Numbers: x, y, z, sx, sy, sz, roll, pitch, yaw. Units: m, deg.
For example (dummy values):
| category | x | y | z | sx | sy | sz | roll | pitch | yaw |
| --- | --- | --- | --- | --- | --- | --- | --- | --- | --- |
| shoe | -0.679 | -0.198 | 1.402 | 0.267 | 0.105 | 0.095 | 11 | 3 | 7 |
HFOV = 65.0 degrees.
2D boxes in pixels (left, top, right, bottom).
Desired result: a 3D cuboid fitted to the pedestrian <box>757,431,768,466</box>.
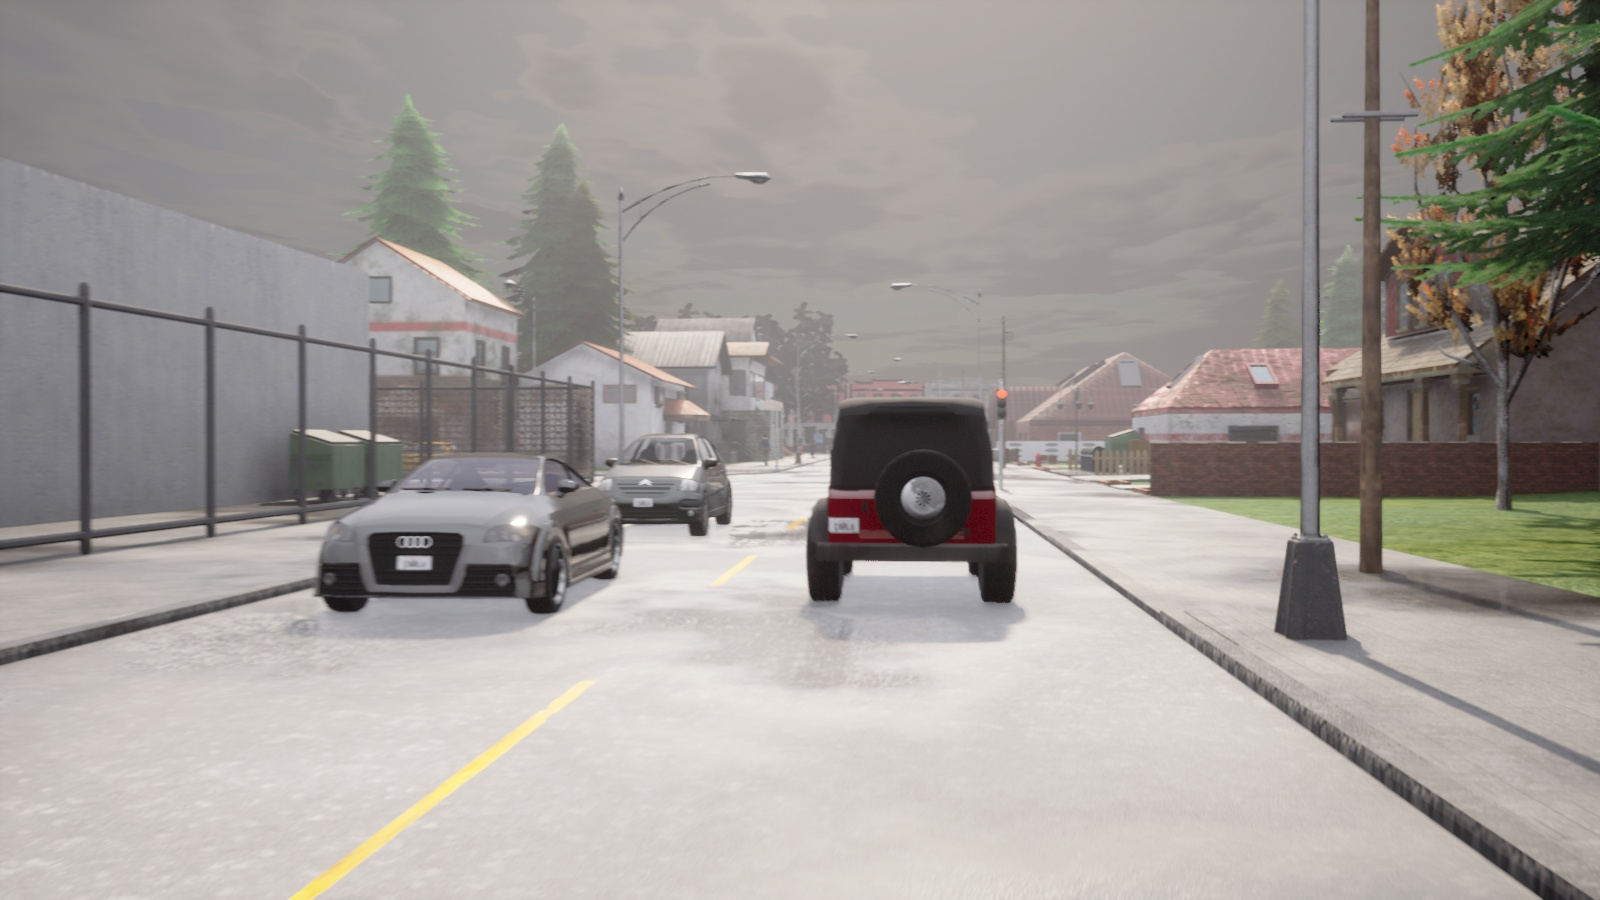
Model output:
| category | x | y | z | sx | sy | sz | roll | pitch | yaw |
| --- | --- | --- | --- | --- | --- | --- | --- | --- | --- |
| pedestrian | -2.066 | -0.085 | 69.159 | 0.423 | 1.949 | 0.788 | 0 | 0 | -13 |

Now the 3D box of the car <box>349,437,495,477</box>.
| category | x | y | z | sx | sy | sz | roll | pitch | yaw |
| --- | --- | --- | --- | --- | --- | --- | --- | --- | --- |
| car | -15.255 | 0.276 | 50.820 | 5.366 | 1.575 | 1.801 | 0 | 0 | 4 |

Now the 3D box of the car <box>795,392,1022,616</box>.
| category | x | y | z | sx | sy | sz | roll | pitch | yaw |
| --- | --- | --- | --- | --- | --- | --- | --- | --- | --- |
| car | 1.073 | 0.444 | 12.531 | 1.905 | 1.878 | 3.866 | 0 | 0 | 5 |

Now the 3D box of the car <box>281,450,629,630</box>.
| category | x | y | z | sx | sy | sz | roll | pitch | yaw |
| --- | --- | --- | --- | --- | --- | --- | --- | --- | --- |
| car | -3.036 | 0.713 | 12.079 | 1.994 | 1.385 | 4.181 | 0 | 0 | 3 |

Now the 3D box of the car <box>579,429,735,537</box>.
| category | x | y | z | sx | sy | sz | roll | pitch | yaw |
| --- | --- | --- | --- | --- | --- | --- | --- | --- | --- |
| car | -2.254 | 0.478 | 20.849 | 1.851 | 1.617 | 3.988 | 0 | 1 | 5 |
